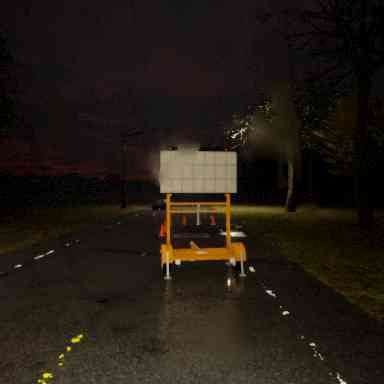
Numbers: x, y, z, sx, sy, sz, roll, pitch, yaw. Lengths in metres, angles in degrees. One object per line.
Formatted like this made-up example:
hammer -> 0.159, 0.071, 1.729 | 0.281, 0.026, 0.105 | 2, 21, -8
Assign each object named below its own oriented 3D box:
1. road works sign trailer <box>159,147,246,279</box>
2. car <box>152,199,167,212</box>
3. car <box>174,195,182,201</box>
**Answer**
road works sign trailer -> 0.177, 0.461, 10.120 | 2.380, 3.560, 2.880 | 0, 0, -8
car -> -3.673, 1.566, 40.001 | 2.033, 1.411, 5.357 | 0, 0, 0
car -> -3.659, 1.611, 88.023 | 1.882, 1.535, 5.008 | 0, 0, 0
